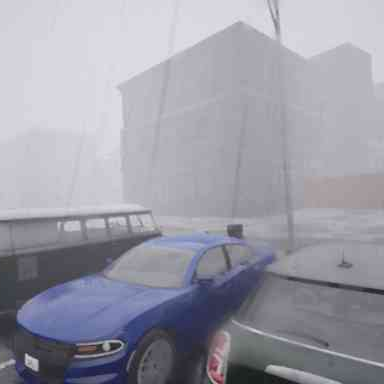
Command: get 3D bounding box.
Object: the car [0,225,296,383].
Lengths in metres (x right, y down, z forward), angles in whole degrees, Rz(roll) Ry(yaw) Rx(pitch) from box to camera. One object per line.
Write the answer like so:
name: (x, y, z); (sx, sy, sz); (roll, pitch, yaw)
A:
car: (-0.208, 1.489, 5.473); (2.097, 1.535, 5.008); (-1, 0, 35)

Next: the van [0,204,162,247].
van: (-2.404, 1.289, 7.176); (1.878, 1.987, 4.442); (-1, -1, 35)
